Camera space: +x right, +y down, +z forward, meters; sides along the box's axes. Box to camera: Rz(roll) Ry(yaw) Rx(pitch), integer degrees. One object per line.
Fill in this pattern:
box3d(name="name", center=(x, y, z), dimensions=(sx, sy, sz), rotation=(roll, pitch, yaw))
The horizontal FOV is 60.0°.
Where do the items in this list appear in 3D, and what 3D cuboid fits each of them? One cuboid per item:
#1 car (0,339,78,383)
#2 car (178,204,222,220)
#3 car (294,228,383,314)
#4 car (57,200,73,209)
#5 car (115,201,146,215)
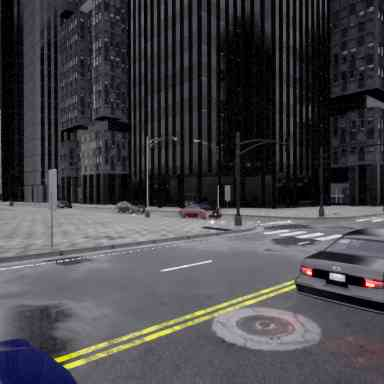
box3d(name="car", center=(-2.657, 1.601, 1.166), dimensions=(4.718, 1.301, 1.895), rotation=(0, 0, -42))
box3d(name="car", center=(0.674, 1.750, 29.961), dimensions=(1.994, 1.385, 4.181), rotation=(0, 0, -43))
box3d(name="car", center=(4.421, 1.547, 7.530), dimensions=(5.357, 1.411, 2.033), rotation=(0, 0, -42))
box3d(name="car", center=(-21.410, 2.084, 54.701), dimensions=(2.033, 1.411, 5.357), rotation=(0, 0, -42))
box3d(name="car", center=(-7.203, 1.813, 38.751), dimensions=(1.837, 1.490, 4.892), rotation=(0, 0, -42))
